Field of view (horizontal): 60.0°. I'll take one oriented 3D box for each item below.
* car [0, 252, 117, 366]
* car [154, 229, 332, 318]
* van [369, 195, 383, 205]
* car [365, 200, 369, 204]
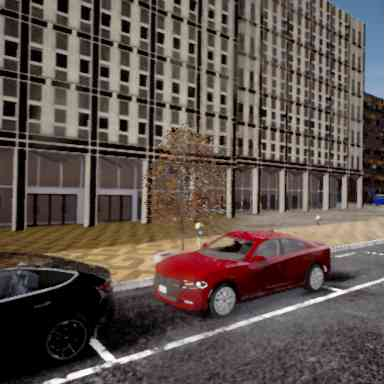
[{"bbox_3d":[-3.135,1.566,4.308,4.313,1.339,1.947,0,1,-35],"label":"car"},{"bbox_3d":[1.298,1.562,7.471,4.507,1.381,1.887,0,1,-35],"label":"car"},{"bbox_3d":[32.014,1.385,54.644,1.690,1.788,3.998,2,-1,-36],"label":"van"},{"bbox_3d":[35.539,1.794,64.099,1.802,1.307,4.206,2,-1,-36],"label":"car"}]
